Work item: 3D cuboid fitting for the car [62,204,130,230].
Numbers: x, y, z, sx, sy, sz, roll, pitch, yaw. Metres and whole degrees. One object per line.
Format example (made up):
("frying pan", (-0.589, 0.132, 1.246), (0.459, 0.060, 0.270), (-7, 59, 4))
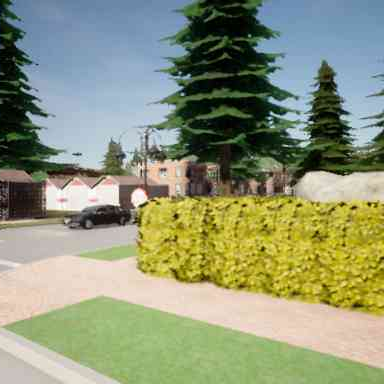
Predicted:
("car", (-6.296, 1.602, 22.303), (1.837, 1.490, 4.892), (-1, 0, 34))
